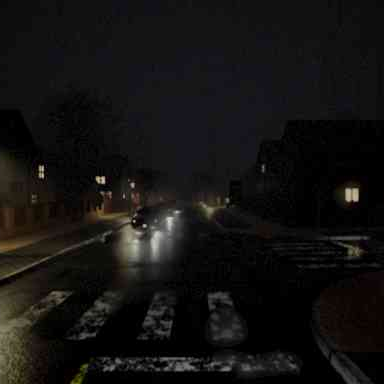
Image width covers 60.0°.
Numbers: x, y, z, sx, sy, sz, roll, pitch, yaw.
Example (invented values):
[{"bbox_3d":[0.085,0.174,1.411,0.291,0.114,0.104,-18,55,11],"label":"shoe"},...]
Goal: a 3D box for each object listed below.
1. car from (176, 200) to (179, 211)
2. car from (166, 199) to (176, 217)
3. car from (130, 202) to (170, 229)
[{"bbox_3d":[-2.872,1.772,46.194,1.882,1.535,5.008,0,0,0],"label":"car"},{"bbox_3d":[-2.872,1.716,33.882,1.812,1.442,4.674,0,-1,0],"label":"car"},{"bbox_3d":[-2.868,1.671,22.680,2.033,1.411,5.357,0,0,0],"label":"car"}]
